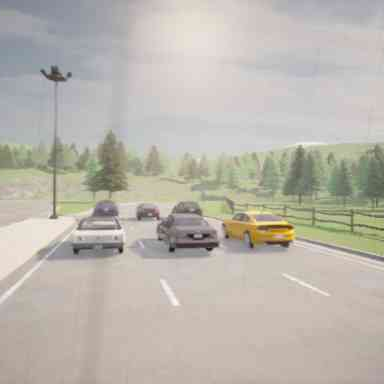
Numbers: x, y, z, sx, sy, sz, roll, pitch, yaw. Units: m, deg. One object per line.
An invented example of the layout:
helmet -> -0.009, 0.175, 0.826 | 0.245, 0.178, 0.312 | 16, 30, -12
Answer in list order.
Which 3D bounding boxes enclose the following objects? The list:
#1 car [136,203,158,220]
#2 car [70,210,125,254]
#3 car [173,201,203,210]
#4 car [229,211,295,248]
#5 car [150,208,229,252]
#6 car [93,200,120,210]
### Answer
car -> -3.942, 1.696, 29.465 | 1.812, 1.442, 4.674 | 1, 0, -13
car -> -3.790, 1.655, 13.796 | 1.895, 1.301, 4.718 | 1, 0, -13
car -> -0.476, 1.571, 29.998 | 2.097, 1.767, 4.553 | 1, -1, -13
car -> 2.936, 1.637, 15.785 | 1.882, 1.535, 5.008 | 1, 0, -13
car -> -0.360, 1.653, 14.502 | 2.033, 1.411, 5.357 | 1, 0, -13
car -> -7.282, 1.467, 28.362 | 2.097, 1.767, 4.553 | 1, -1, -13
